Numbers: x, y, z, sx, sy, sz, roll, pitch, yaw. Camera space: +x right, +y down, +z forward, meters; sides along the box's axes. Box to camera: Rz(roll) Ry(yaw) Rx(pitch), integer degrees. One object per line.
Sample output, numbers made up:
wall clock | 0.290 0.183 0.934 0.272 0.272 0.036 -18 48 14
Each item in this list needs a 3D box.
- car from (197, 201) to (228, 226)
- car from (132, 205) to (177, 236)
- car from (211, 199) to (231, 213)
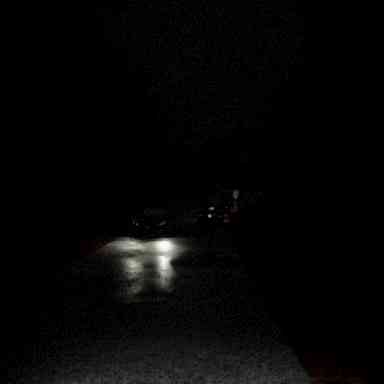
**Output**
car | 1.385 1.622 23.862 2.033 1.411 5.357 0 0 6
car | -2.013 1.499 18.851 1.882 1.535 5.008 0 0 5
car | 3.937 1.928 42.569 1.895 1.301 4.718 0 -1 10
